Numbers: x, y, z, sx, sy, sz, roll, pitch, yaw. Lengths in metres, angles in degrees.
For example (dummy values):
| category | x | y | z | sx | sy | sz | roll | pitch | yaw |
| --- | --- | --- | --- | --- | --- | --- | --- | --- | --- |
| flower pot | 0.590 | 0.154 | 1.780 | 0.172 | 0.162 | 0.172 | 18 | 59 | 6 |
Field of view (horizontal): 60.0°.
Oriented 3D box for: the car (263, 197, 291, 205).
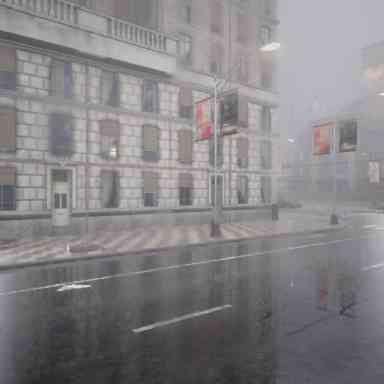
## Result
| category | x | y | z | sx | sy | sz | roll | pitch | yaw |
| --- | --- | --- | --- | --- | --- | --- | --- | --- | --- |
| car | 14.931 | 1.601 | 58.480 | 1.895 | 1.301 | 4.718 | 0 | 0 | -37 |

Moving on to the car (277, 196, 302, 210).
| category | x | y | z | sx | sy | sz | roll | pitch | yaw |
| --- | --- | --- | --- | --- | --- | --- | --- | --- | --- |
| car | 11.915 | 1.353 | 42.909 | 2.097 | 1.767 | 4.553 | 0 | 0 | -36 |
